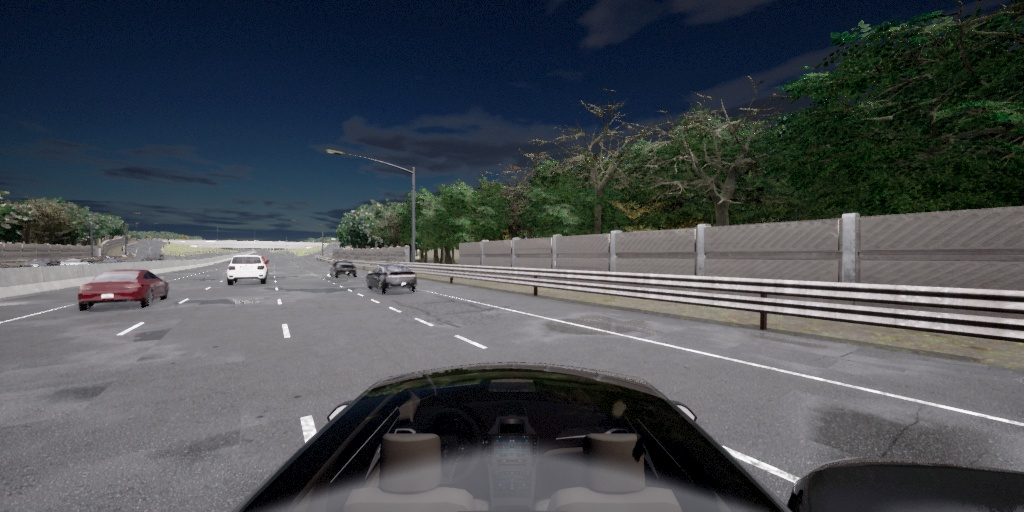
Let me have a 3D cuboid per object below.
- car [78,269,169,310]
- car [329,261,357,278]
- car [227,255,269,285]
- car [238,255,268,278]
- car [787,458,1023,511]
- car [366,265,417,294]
[{"bbox_3d":[-15.727,1.270,14.704,1.812,1.442,4.674,0,0,-34],"label":"car"},{"bbox_3d":[-16.059,1.236,33.998,1.837,1.490,4.892,0,0,-34],"label":"car"},{"bbox_3d":[-19.265,0.957,26.219,2.150,2.045,5.566,0,0,-34],"label":"car"},{"bbox_3d":[-25.273,0.946,35.180,2.150,2.045,5.566,0,0,-34],"label":"car"},{"bbox_3d":[2.984,1.315,0.538,4.181,1.385,1.994,0,0,34],"label":"car"},{"bbox_3d":[-6.961,1.236,20.485,2.128,1.511,4.902,0,0,-34],"label":"car"}]
